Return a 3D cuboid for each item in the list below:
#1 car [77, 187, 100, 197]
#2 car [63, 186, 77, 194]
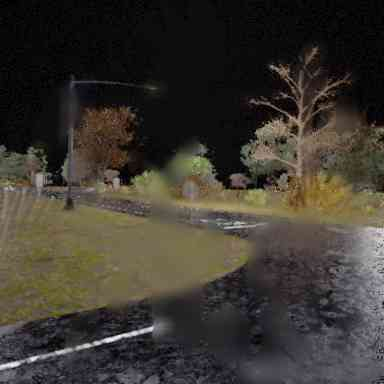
[{"bbox_3d":[-15.205,0.008,49.761,1.812,1.442,4.674,1,1,-35],"label":"car"},{"bbox_3d":[-20.773,-0.293,57.572,1.812,1.442,4.674,1,1,-35],"label":"car"}]
